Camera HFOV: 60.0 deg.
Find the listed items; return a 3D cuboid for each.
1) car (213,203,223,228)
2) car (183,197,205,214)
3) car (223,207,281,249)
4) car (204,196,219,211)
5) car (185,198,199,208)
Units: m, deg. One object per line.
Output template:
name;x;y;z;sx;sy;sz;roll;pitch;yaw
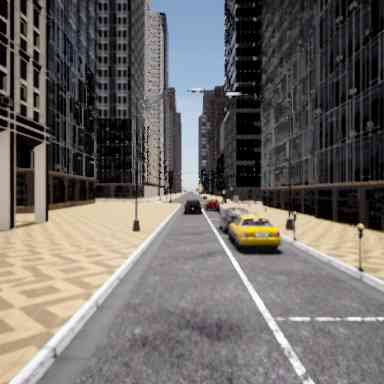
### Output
car;2.555;1.583;19.870;2.008;1.369;4.403;0;0;0
car;0.083;1.532;36.421;1.882;1.535;5.008;0;0;0
car;2.558;1.549;14.488;1.752;1.417;4.829;0;0;0
car;2.546;1.606;42.075;1.887;1.381;4.507;0;0;0
car;0.072;1.634;49.303;1.994;1.385;4.181;0;0;1
